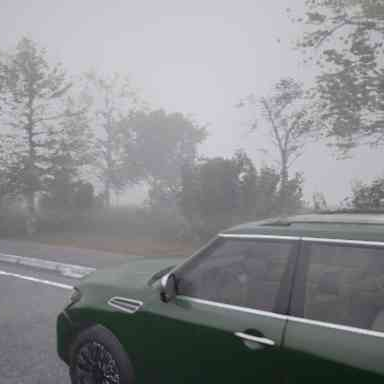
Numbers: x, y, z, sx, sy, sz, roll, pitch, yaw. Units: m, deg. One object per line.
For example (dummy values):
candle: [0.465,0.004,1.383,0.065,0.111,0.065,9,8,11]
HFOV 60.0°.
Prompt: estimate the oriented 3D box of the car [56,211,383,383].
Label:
car: [1.112,1.210,3.078,5.566,2.045,2.150,0,0,35]
